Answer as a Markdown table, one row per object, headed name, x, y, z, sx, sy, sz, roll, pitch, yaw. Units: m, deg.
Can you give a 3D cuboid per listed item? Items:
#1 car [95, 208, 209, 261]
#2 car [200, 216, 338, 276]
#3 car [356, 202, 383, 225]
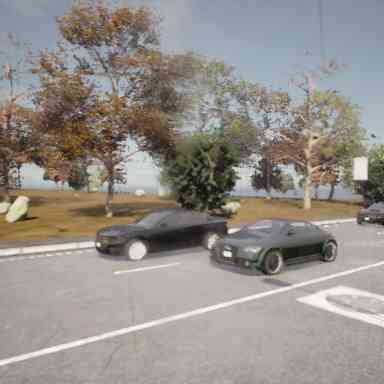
| name | x | y | z | sx | sy | sz | roll | pitch | yaw |
| --- | --- | --- | --- | --- | --- | --- | --- | --- | --- |
| car | -0.915 | 1.374 | 11.959 | 5.008 | 1.535 | 1.882 | 0 | 1 | -36 |
| car | 2.580 | 1.490 | 10.157 | 4.181 | 1.385 | 1.994 | 0 | 1 | -36 |
| car | 12.749 | 1.386 | 21.835 | 5.008 | 1.535 | 1.882 | 0 | 0 | -36 |
